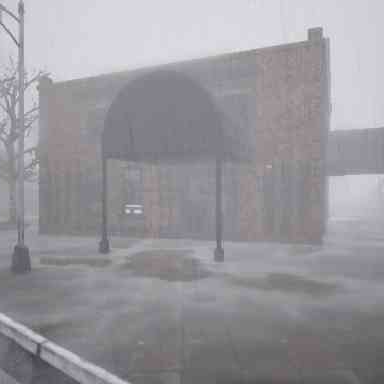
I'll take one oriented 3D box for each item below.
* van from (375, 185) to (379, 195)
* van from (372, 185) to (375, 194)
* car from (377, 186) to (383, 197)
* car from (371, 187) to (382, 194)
[{"bbox_3d":[38.155,-0.268,66.158,1.878,1.987,4.442,0,1,24],"label":"van"},{"bbox_3d":[40.351,-0.412,71.241,1.878,1.987,4.442,0,1,25],"label":"van"},{"bbox_3d":[36.082,0.144,61.117,2.163,1.488,4.792,0,2,22],"label":"car"},{"bbox_3d":[45.136,-0.371,81.387,2.002,1.452,4.674,0,1,27],"label":"car"}]
